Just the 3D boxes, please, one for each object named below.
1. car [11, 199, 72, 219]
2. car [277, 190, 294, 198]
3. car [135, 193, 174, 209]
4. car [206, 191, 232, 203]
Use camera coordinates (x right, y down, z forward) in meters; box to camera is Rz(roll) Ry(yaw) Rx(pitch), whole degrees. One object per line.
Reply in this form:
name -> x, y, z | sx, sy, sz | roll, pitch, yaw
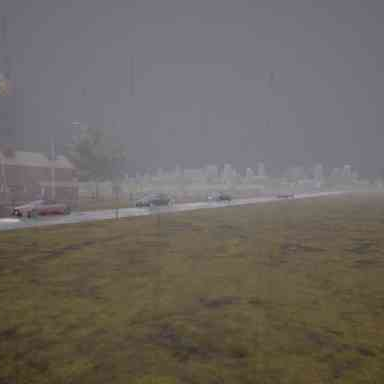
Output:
car -> -11.385, 1.250, 25.377 | 1.994, 1.385, 4.181 | 1, 2, 36
car -> 16.626, 0.397, 58.980 | 1.994, 1.385, 4.181 | 1, 2, 36
car -> -3.948, 0.937, 35.621 | 1.837, 1.490, 4.892 | 1, 2, 36
car -> 3.803, 0.652, 46.262 | 2.128, 1.511, 4.902 | 1, 2, 36
